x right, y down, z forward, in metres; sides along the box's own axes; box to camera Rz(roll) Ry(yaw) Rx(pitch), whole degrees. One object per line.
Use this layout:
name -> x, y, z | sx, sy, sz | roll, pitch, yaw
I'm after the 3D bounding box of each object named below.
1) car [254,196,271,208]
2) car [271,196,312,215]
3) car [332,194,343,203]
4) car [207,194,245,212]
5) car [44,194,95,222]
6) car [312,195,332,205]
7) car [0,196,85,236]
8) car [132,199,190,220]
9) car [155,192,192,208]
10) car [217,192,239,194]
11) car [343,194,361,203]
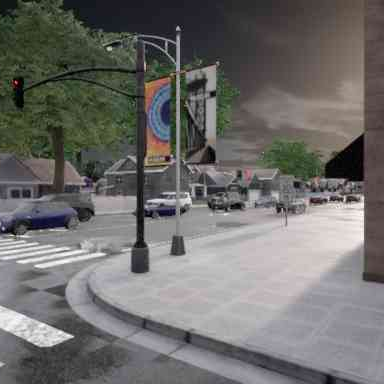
car -> 9.801, 1.244, 43.762 | 2.128, 1.511, 4.902 | 0, 0, 36
car -> 9.647, 1.313, 32.087 | 1.837, 1.490, 4.892 | 0, 1, 36
car -> 26.664, 1.143, 61.473 | 1.837, 1.490, 4.892 | 0, 0, 36
car -> 3.934, 1.283, 35.597 | 1.882, 1.535, 5.008 | 0, 0, 35
car -> -9.262, 1.129, 22.763 | 2.150, 2.045, 5.566 | 0, 0, 35
car -> 19.817, 1.170, 51.896 | 1.882, 1.535, 5.008 | 0, 1, 36
car -> -8.510, 1.277, 18.011 | 2.097, 1.767, 4.553 | 0, 0, 33
car -> -2.547, 1.468, 26.554 | 1.895, 1.301, 4.718 | 0, 0, 36
car -> -2.203, 1.059, 32.598 | 2.150, 2.045, 5.566 | 0, 0, 35
car -> 4.097, 0.999, 41.393 | 2.150, 2.045, 5.566 | 0, 0, 35
car -> 28.282, 1.146, 58.153 | 1.837, 1.490, 4.892 | 0, -2, 36
